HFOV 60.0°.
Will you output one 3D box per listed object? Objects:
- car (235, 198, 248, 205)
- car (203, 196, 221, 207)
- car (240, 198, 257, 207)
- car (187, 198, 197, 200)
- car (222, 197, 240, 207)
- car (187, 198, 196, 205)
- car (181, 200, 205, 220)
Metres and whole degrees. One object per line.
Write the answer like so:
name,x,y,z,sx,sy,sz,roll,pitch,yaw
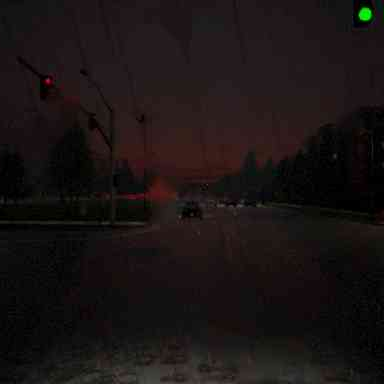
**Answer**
car,10.482,1.937,70.429,2.033,1.411,5.357,0,0,0
car,3.485,1.898,60.010,2.128,1.511,4.902,0,0,0
car,10.485,1.973,60.428,1.994,1.385,4.181,0,0,0
car,-0.015,2.011,60.455,1.895,1.301,4.718,0,0,0
car,6.985,1.911,60.011,1.837,1.490,4.892,0,0,0
car,-0.018,1.923,70.426,1.812,1.442,4.674,0,0,0
car,-0.005,1.731,30.215,1.812,1.442,4.674,0,0,0
